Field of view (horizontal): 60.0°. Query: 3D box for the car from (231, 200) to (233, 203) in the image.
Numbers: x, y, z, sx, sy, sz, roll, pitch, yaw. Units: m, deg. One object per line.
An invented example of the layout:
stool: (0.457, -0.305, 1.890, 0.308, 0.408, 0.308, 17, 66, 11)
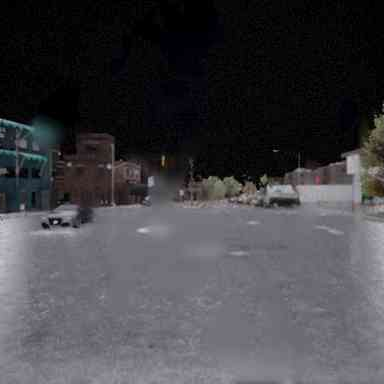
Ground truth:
car: (14.336, 2.403, 93.839, 5.008, 1.535, 2.097, 2, -2, -16)

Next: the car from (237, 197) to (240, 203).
car: (12.807, 1.754, 70.085, 5.008, 1.535, 2.097, 1, -1, -16)

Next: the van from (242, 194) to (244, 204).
van: (12.117, 1.364, 61.140, 4.442, 1.987, 1.878, 1, -1, -16)

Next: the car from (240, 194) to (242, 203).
car: (12.593, 1.646, 64.201, 5.366, 1.575, 1.946, 1, -1, -16)

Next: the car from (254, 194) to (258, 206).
car: (11.061, 1.316, 43.346, 4.674, 1.452, 2.002, 1, -1, -16)

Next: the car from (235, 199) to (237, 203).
car: (13.024, 1.563, 73.074, 5.566, 2.045, 2.435, 1, -2, -16)

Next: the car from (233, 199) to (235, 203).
car: (13.358, 1.701, 78.988, 5.566, 2.045, 2.435, 1, -1, -16)

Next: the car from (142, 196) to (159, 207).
car: (-5.717, 1.313, 46.331, 1.812, 1.442, 4.674, 0, 0, 4)

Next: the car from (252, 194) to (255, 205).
car: (11.261, 1.369, 46.312, 4.674, 1.452, 2.002, 1, -1, -16)

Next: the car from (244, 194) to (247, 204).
car: (12.063, 1.415, 58.210, 4.553, 1.767, 2.185, 1, -1, -16)

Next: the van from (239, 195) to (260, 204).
van: (13.081, 1.652, 75.997, 4.442, 1.987, 1.878, 1, -1, -16)

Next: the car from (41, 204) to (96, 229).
car: (-7.414, 1.422, 20.316, 1.994, 1.385, 4.181, -1, 1, 4)

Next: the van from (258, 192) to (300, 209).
van: (10.765, 0.995, 40.339, 4.442, 1.987, 1.878, 1, -1, -16)

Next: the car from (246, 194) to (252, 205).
car: (11.274, 1.374, 49.231, 5.366, 1.575, 1.946, 1, -1, -16)
